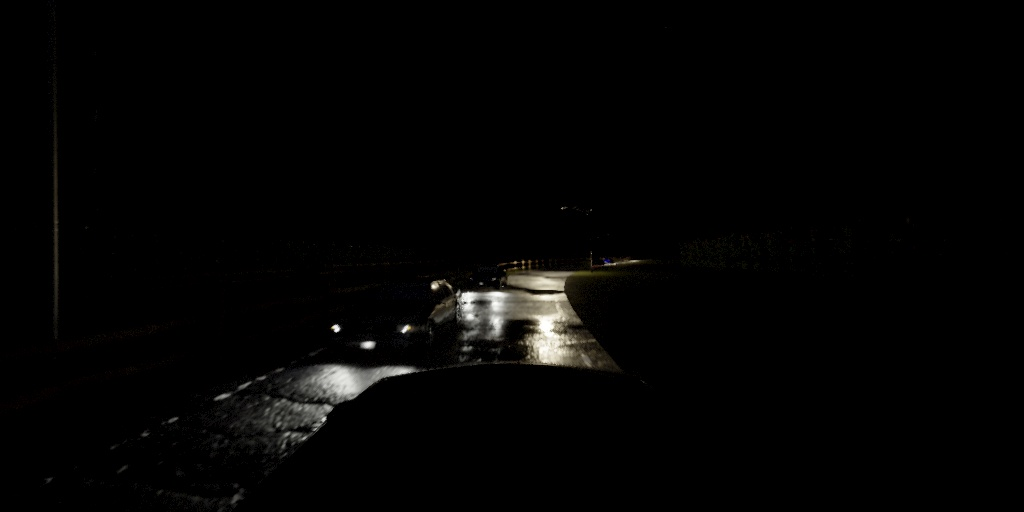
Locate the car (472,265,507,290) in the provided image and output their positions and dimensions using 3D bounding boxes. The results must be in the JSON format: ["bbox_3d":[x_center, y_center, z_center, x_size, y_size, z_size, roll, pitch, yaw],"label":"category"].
[{"bbox_3d":[-1.416,1.272,22.416,1.812,1.442,4.674,0,0,8],"label":"car"}]

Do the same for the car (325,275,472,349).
[{"bbox_3d":[-2.582,1.298,9.433,2.033,1.411,5.357,0,0,3],"label":"car"}]
